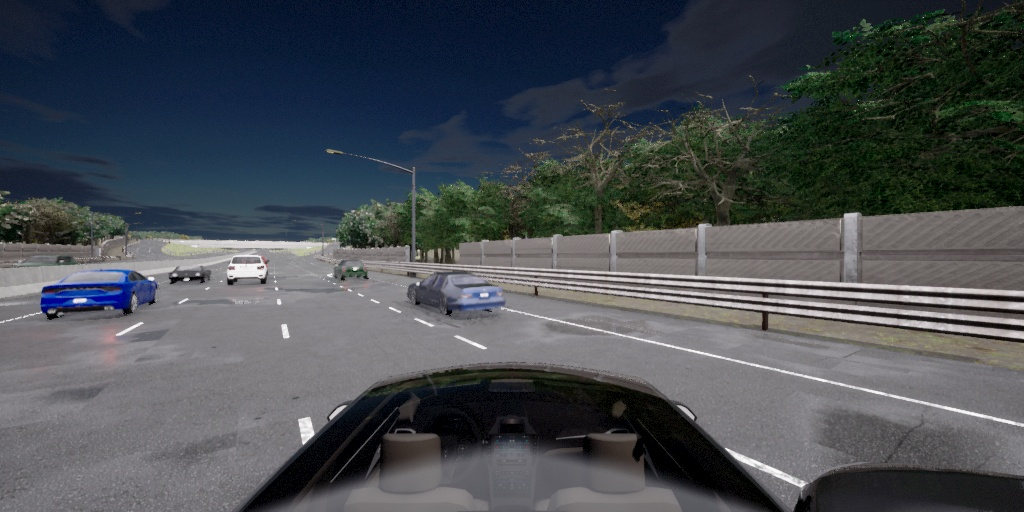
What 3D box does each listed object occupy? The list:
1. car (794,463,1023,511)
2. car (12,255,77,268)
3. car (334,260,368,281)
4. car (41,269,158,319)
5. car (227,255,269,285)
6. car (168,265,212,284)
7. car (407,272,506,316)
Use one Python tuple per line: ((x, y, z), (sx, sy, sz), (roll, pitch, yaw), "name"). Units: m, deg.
((2.985, 1.315, 0.487), (4.181, 1.385, 1.994), (0, 0, 34), "car")
((-38.855, 0.939, 29.954), (2.150, 2.045, 5.566), (0, 0, -34), "car")
((-13.884, 1.088, 30.754), (2.097, 1.767, 4.553), (0, 0, -34), "car")
((-14.598, 1.222, 13.010), (1.882, 1.535, 5.008), (0, 0, -34), "car")
((-19.278, 0.957, 26.233), (2.150, 2.045, 5.566), (0, 0, -34), "car")
((-23.823, 1.333, 26.720), (1.895, 1.301, 4.718), (0, 0, -34), "car")
((-2.299, 1.296, 13.566), (2.033, 1.411, 5.357), (0, 0, -34), "car")
